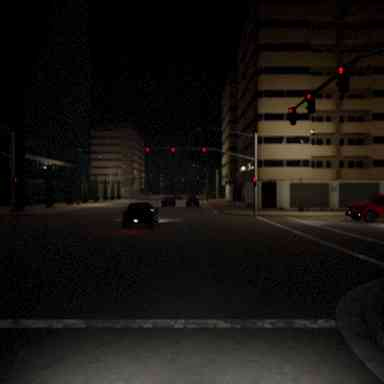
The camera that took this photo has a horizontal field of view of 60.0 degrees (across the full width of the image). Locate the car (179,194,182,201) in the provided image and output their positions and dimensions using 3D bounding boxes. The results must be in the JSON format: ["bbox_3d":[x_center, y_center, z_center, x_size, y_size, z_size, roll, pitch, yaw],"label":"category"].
[{"bbox_3d":[-3.460,1.210,79.545,2.097,1.767,4.553,0,0,0],"label":"car"}]

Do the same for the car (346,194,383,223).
[{"bbox_3d":[14.438,1.176,24.651,5.566,2.045,2.150,0,0,-1],"label":"car"}]

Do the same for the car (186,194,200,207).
[{"bbox_3d":[0.111,1.437,48.324,1.812,1.442,4.674,0,0,0],"label":"car"}]

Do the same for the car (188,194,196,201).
[{"bbox_3d":[0.039,1.356,79.335,1.837,1.490,4.892,0,0,0],"label":"car"}]

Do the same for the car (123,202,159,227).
[{"bbox_3d":[-3.388,1.464,22.399,1.837,1.490,4.892,0,0,0],"label":"car"}]

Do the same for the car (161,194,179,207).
[{"bbox_3d":[-3.376,1.388,48.844,1.882,1.535,5.008,0,0,0],"label":"car"}]
